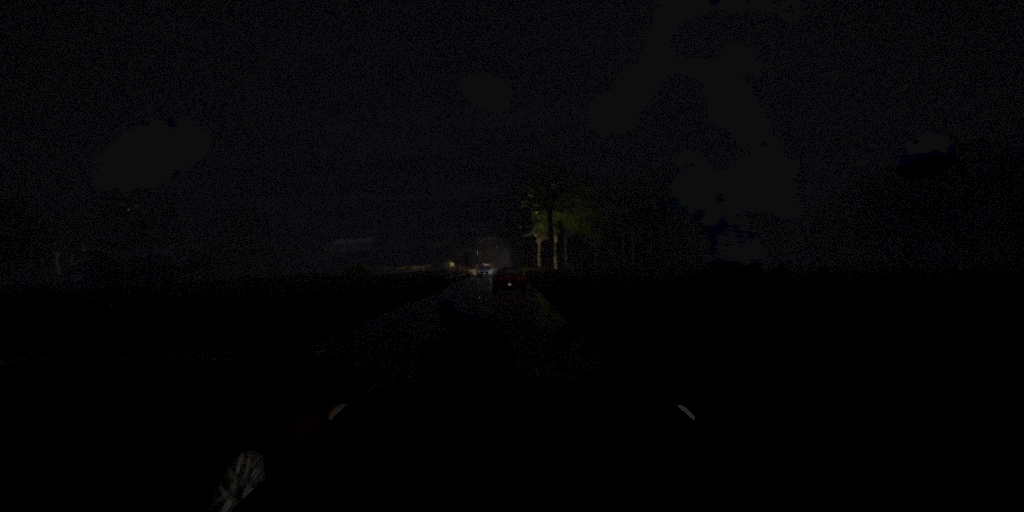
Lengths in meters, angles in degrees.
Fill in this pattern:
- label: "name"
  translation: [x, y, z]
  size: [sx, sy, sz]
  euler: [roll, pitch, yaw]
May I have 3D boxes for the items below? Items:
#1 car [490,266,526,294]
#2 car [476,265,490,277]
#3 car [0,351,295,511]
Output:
- label: "car"
  translation: [-0.164, 1.422, 21.871]
  size: [1.882, 1.535, 5.008]
  euler: [-1, -1, -1]
- label: "car"
  translation: [-3.302, 1.884, 44.678]
  size: [1.812, 1.442, 4.674]
  euler: [-1, -1, -1]
- label: "car"
  translation: [-2.830, 1.252, 1.078]
  size: [1.882, 1.535, 5.008]
  euler: [-1, -1, -1]
